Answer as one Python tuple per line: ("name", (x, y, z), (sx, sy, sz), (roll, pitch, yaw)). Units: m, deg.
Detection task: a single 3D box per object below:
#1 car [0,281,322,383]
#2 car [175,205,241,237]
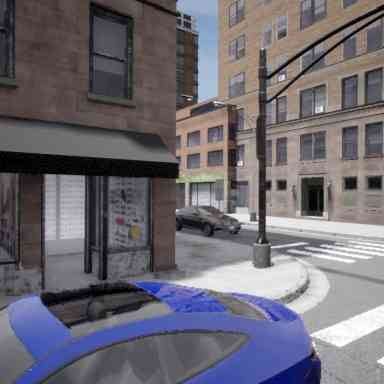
("car", (-0.935, 1.526, 2.408), (4.674, 1.442, 1.812), (0, 0, -36))
("car", (0.600, 1.444, 17.920), (1.812, 1.442, 4.674), (0, 0, -34))
